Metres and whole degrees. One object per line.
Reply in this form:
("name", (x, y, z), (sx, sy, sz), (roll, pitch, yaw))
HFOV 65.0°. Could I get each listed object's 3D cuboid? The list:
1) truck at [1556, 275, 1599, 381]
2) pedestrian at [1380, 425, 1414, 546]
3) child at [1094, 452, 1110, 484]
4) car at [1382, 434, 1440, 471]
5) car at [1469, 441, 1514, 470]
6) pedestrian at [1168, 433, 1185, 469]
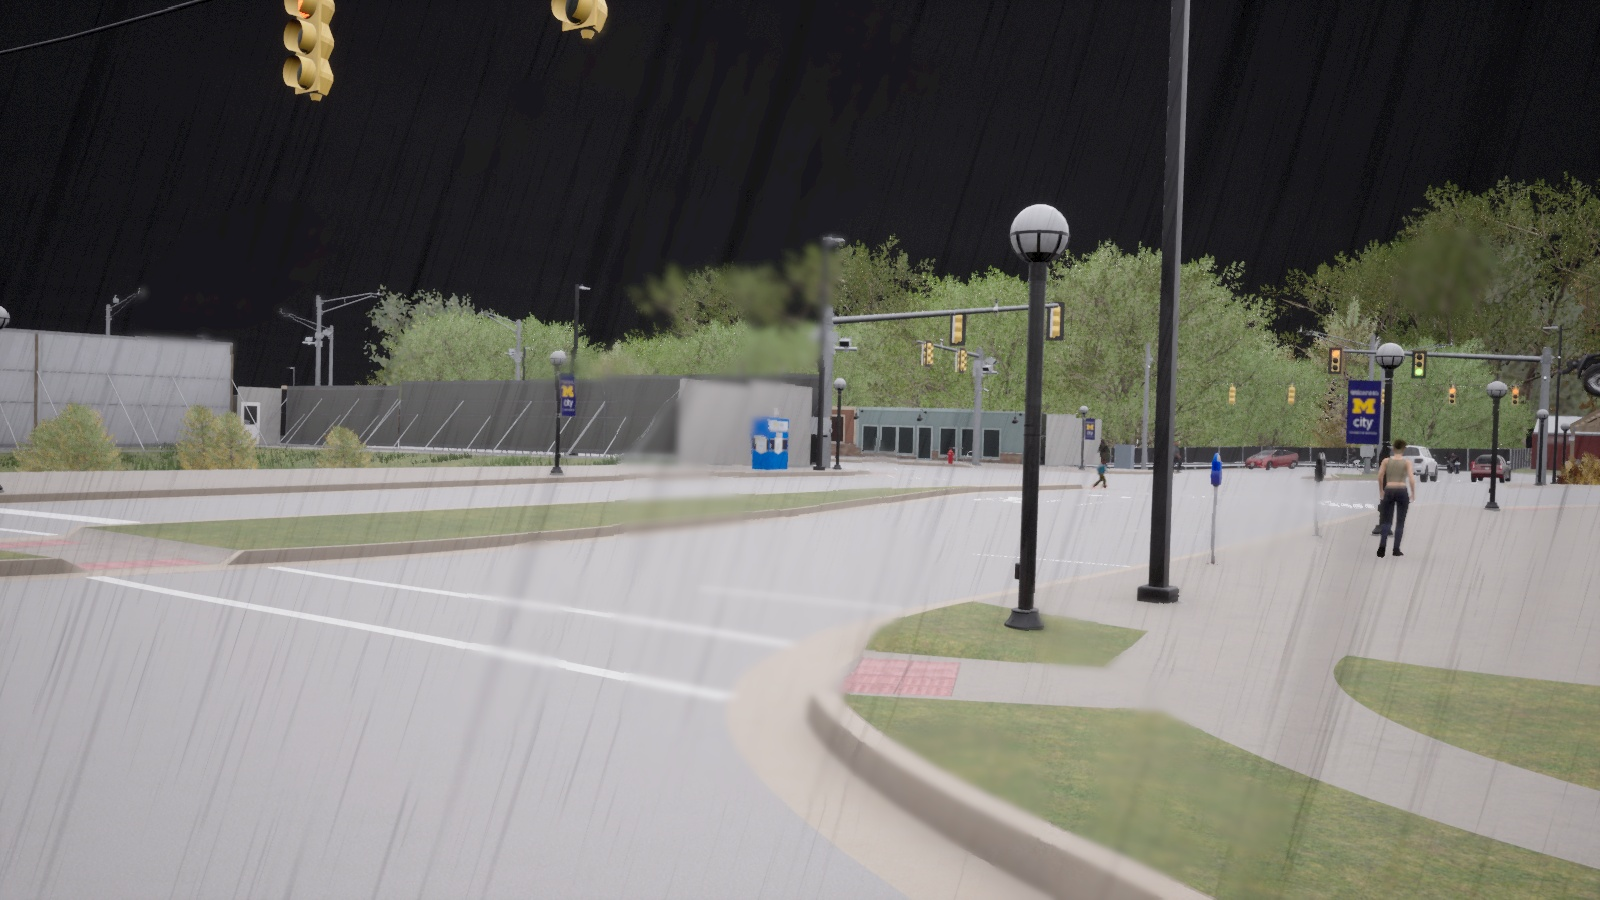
("truck", (30.157, -4.364, 42.207), (7.936, 3.462, 2.891), (-3, 2, 32))
("pedestrian", (9.207, 0.537, 19.371), (0.345, 1.836, 0.594), (2, 2, 34))
("child", (11.285, 0.666, 46.924), (0.448, 1.192, 0.343), (2, 2, 36))
("car", (35.007, 0.158, 71.872), (2.150, 2.045, 5.566), (0, 0, 35))
("car", (40.737, 0.294, 73.918), (1.851, 1.617, 3.988), (0, 1, 36))
("pedestrian", (19.845, 0.041, 66.196), (0.694, 1.848, 0.540), (2, 2, 42))
